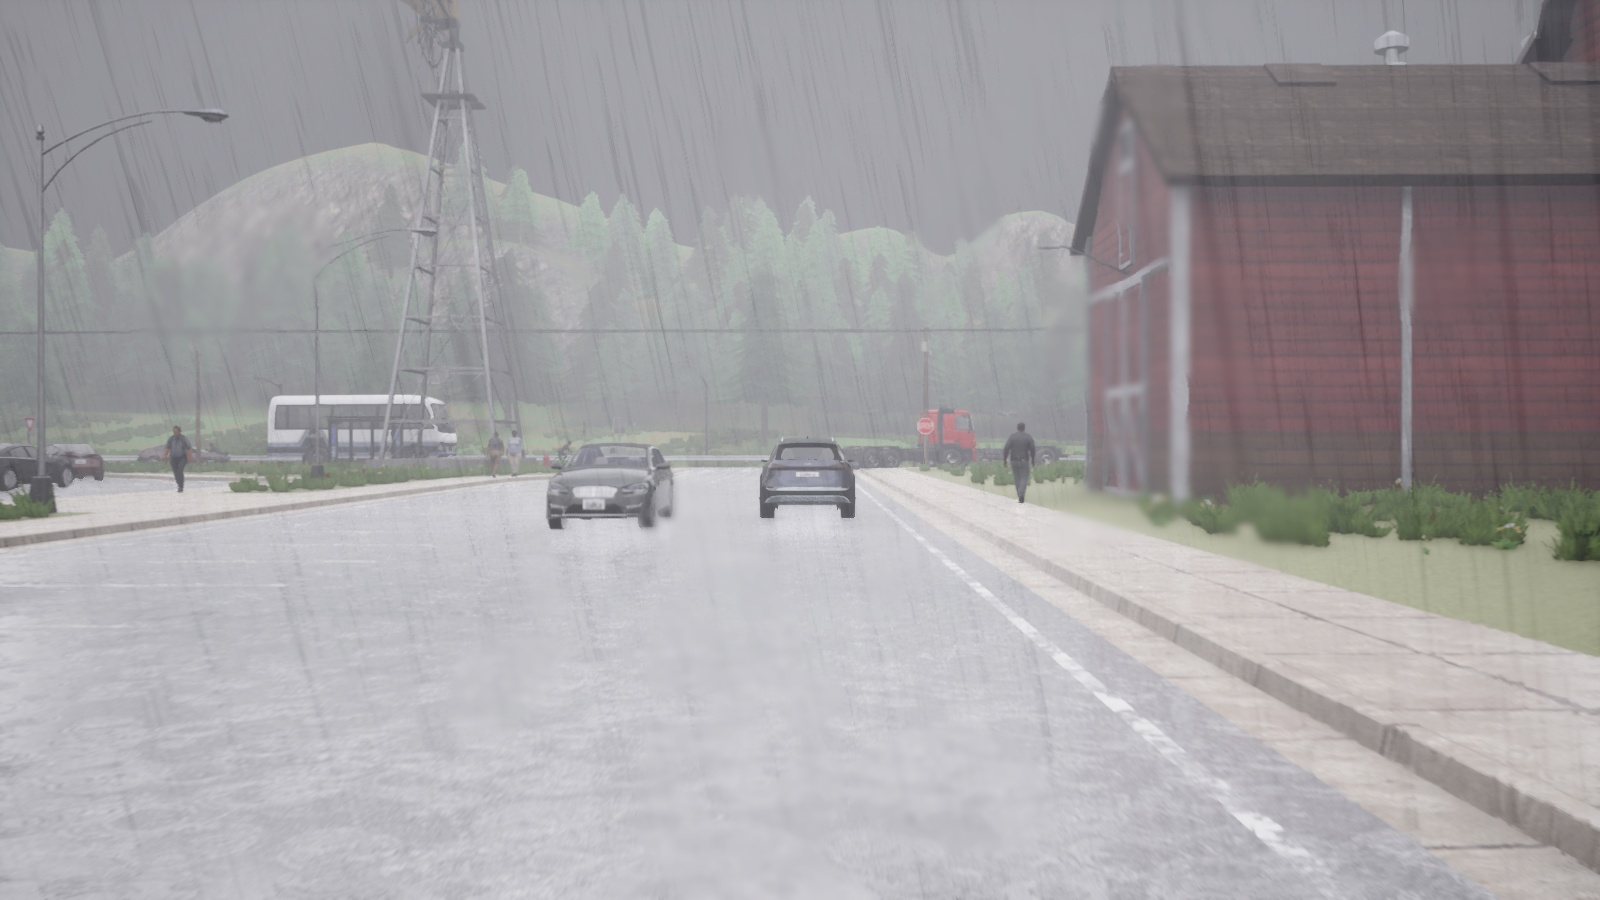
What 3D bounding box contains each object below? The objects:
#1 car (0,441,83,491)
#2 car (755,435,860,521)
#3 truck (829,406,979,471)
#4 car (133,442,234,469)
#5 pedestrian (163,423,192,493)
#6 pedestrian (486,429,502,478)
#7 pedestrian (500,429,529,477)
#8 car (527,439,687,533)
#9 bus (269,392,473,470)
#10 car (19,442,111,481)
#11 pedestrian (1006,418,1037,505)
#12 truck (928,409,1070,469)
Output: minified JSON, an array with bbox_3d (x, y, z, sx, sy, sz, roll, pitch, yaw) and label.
[{"bbox_3d":[-25.633,0.474,40.714,1.882,1.535,5.008,0,1,0],"label":"car"},{"bbox_3d":[0.159,0.527,26.596,2.033,1.649,4.856,0,0,0],"label":"car"},{"bbox_3d":[5.809,-0.626,69.940,7.936,3.462,2.891,0,0,-25],"label":"truck"},{"bbox_3d":[-35.110,0.315,71.628,4.792,1.488,2.163,0,0,-12],"label":"car"},{"bbox_3d":[-16.554,0.201,33.397,0.540,1.848,0.694,0,0,-12],"label":"pedestrian"},{"bbox_3d":[-11.626,0.124,47.696,0.540,1.848,0.694,0,0,-8],"label":"pedestrian"},{"bbox_3d":[-11.214,0.115,49.282,0.874,1.855,0.900,0,0,6],"label":"pedestrian"},{"bbox_3d":[-3.361,0.571,22.837,2.128,1.511,4.902,0,0,0],"label":"car"},{"bbox_3d":[-24.276,-1.052,71.508,10.273,4.253,3.944,0,0,1],"label":"bus"},{"bbox_3d":[-29.532,0.439,50.381,2.163,1.488,4.792,0,0,-43],"label":"car"},{"bbox_3d":[4.906,0.249,27.808,0.563,1.883,0.849,0,0,17],"label":"pedestrian"},{"bbox_3d":[11.680,-0.643,74.185,7.936,3.462,2.891,0,0,1],"label":"truck"}]
